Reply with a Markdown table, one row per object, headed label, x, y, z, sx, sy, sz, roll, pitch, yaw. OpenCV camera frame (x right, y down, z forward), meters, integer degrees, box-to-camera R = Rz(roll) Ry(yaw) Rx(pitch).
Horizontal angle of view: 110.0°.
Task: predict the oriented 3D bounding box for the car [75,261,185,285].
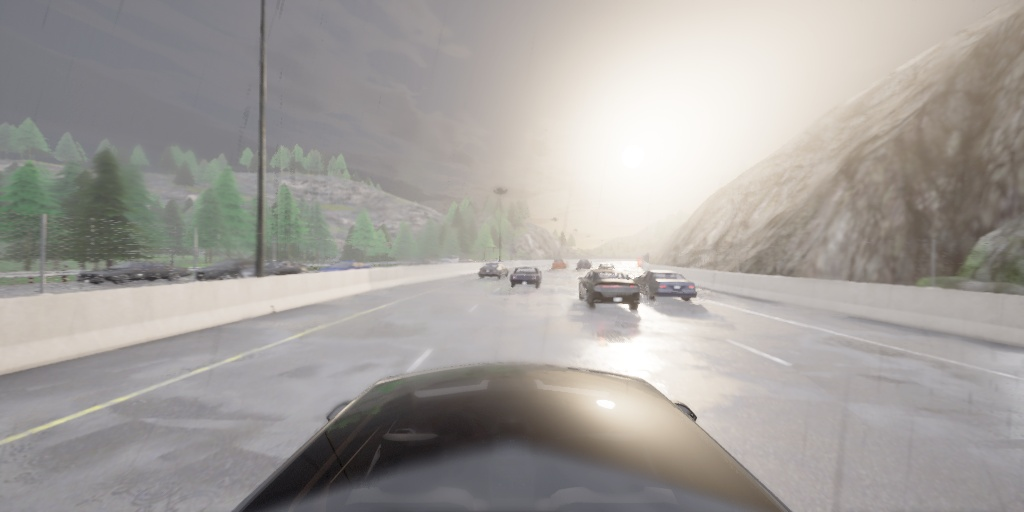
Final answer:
| label | x | y | z | sx | sy | sz | roll | pitch | yaw |
| --- | --- | --- | --- | --- | --- | --- | --- | --- | --- |
| car | -23.621 | 1.020 | 22.781 | 2.033 | 1.411 | 5.357 | 1 | 0 | 5 |

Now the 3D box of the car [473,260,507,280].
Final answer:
| label | x | y | z | sx | sy | sz | roll | pitch | yaw |
| --- | --- | --- | --- | --- | --- | --- | --- | --- | --- |
| car | -1.532 | 1.303 | 32.099 | 2.033 | 1.411 | 5.357 | 1 | 0 | 11 |

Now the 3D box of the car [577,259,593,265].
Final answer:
| label | x | y | z | sx | sy | sz | roll | pitch | yaw |
| --- | --- | --- | --- | --- | --- | --- | --- | --- | --- |
| car | 11.738 | 1.294 | 57.513 | 2.097 | 1.767 | 4.553 | 1 | 0 | 18 |

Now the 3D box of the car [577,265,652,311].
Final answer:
| label | x | y | z | sx | sy | sz | roll | pitch | yaw |
| --- | --- | --- | --- | --- | --- | --- | --- | --- | --- |
| car | 3.881 | 1.301 | 14.910 | 2.128 | 1.511 | 4.902 | 0 | 0 | 4 |

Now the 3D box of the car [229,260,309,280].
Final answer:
| label | x | y | z | sx | sy | sz | roll | pitch | yaw |
| --- | --- | --- | --- | --- | --- | --- | --- | --- | --- |
| car | -16.338 | 1.057 | 24.907 | 2.128 | 1.511 | 4.902 | 1 | 0 | 6 |

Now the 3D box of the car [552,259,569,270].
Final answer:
| label | x | y | z | sx | sy | sz | roll | pitch | yaw |
| --- | --- | --- | --- | --- | --- | --- | --- | --- | --- |
| car | 7.672 | 1.242 | 56.127 | 2.097 | 1.767 | 4.553 | 1 | 0 | 17 |

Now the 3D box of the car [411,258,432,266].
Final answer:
| label | x | y | z | sx | sy | sz | roll | pitch | yaw |
| --- | --- | --- | --- | --- | --- | --- | --- | --- | --- |
| car | -15.894 | 1.096 | 62.876 | 2.128 | 1.511 | 4.902 | 1 | 0 | 16 |

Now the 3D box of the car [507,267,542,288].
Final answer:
| label | x | y | z | sx | sy | sz | roll | pitch | yaw |
| --- | --- | --- | --- | --- | --- | --- | --- | --- | --- |
| car | 1.071 | 1.383 | 24.531 | 1.895 | 1.301 | 4.718 | 1 | 0 | 7 |

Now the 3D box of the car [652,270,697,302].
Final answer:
| label | x | y | z | sx | sy | sz | roll | pitch | yaw |
| --- | --- | --- | --- | --- | --- | --- | --- | --- | --- |
| car | 7.443 | 1.404 | 18.014 | 2.033 | 1.411 | 5.357 | 1 | 0 | 7 |

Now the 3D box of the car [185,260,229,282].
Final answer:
| label | x | y | z | sx | sy | sz | roll | pitch | yaw |
| --- | --- | --- | --- | --- | --- | --- | --- | --- | --- |
| car | -19.784 | 1.029 | 25.516 | 1.837 | 1.490 | 4.892 | 1 | 0 | 7 |

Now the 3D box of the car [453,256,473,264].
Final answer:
| label | x | y | z | sx | sy | sz | roll | pitch | yaw |
| --- | --- | --- | --- | --- | --- | --- | --- | --- | --- |
| car | -8.177 | 1.217 | 64.279 | 1.812 | 1.442 | 4.674 | 1 | 0 | 17 |

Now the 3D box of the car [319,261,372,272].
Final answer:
| label | x | y | z | sx | sy | sz | roll | pitch | yaw |
| --- | --- | --- | --- | --- | --- | --- | --- | --- | --- |
| car | -12.551 | 1.092 | 27.265 | 1.882 | 1.535 | 5.008 | 1 | 0 | 7 |
